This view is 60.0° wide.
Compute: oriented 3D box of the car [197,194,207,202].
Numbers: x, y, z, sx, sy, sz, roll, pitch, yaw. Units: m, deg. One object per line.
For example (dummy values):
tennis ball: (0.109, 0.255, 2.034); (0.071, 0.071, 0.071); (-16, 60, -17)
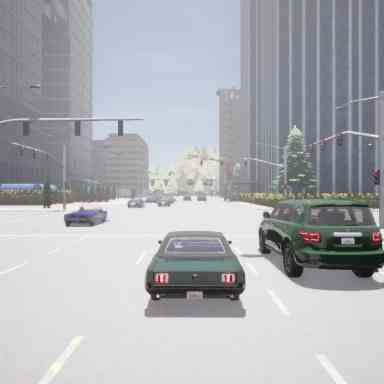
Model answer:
car: (2.373, 1.348, 78.765); (2.097, 1.767, 4.553); (0, 0, -1)

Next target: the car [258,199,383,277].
car: (3.585, 1.221, 10.330); (2.150, 2.045, 5.566); (0, 0, 0)

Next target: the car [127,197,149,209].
car: (-7.821, 1.490, 46.629); (2.128, 1.511, 4.902); (0, 0, 1)

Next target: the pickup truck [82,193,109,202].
pickup truck: (-21.173, 1.058, 73.355); (2.390, 2.098, 6.274); (0, 0, 30)

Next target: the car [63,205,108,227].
car: (-7.245, 1.601, 23.068); (1.895, 1.301, 4.718); (0, 0, -1)

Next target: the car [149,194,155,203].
car: (-7.968, 1.564, 65.873); (1.994, 1.385, 4.181); (0, 0, 0)

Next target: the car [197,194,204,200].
car: (2.227, 1.386, 89.046); (1.882, 1.535, 5.008); (0, 0, -1)

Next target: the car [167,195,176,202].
car: (-4.584, 1.472, 75.739); (1.882, 1.535, 5.008); (0, 0, -1)

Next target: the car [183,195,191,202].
car: (-1.122, 1.500, 78.496); (1.837, 1.490, 4.892); (0, 0, -1)

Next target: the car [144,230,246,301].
car: (0.074, 1.601, 8.301); (1.895, 1.301, 4.718); (0, 0, 0)

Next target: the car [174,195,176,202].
car: (-4.460, 1.491, 63.020); (2.128, 1.511, 4.902); (0, 0, 0)

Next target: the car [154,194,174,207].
car: (-4.340, 1.491, 52.258); (2.128, 1.511, 4.902); (0, 0, -1)
